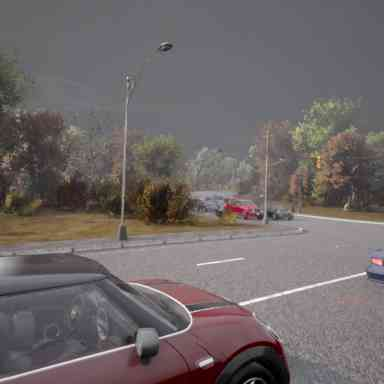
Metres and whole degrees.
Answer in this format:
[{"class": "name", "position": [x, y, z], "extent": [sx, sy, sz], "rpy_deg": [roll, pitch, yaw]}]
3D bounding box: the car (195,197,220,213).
[{"class": "car", "position": [2.027, 1.960, 44.901], "extent": [1.837, 1.490, 4.892], "rpy_deg": [3, 0, -18]}]

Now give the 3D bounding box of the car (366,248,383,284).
[{"class": "car", "position": [6.518, 1.662, 8.424], "extent": [5.357, 1.411, 2.033], "rpy_deg": [2, -1, -36]}]

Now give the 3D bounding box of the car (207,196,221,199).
[{"class": "car", "position": [3.085, 1.938, 53.753], "extent": [1.994, 1.385, 4.181], "rpy_deg": [2, 1, -15]}]

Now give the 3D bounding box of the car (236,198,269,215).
[{"class": "car", "position": [8.600, 1.965, 47.857], "extent": [2.150, 2.045, 5.566], "rpy_deg": [2, 1, -18]}]

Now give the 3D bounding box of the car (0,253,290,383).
[{"class": "car", "position": [-1.234, 1.354, 2.866], "extent": [4.553, 1.767, 2.097], "rpy_deg": [0, 0, -36]}]

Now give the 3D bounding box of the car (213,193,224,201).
[{"class": "car", "position": [6.309, 1.131, 79.553], "extent": [2.128, 1.511, 4.902], "rpy_deg": [2, 2, -1]}]

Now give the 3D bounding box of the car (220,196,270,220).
[{"class": "car", "position": [5.517, 1.808, 35.639], "extent": [2.150, 2.045, 5.566], "rpy_deg": [3, -1, -22]}]

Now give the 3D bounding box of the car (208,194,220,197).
[{"class": "car", "position": [3.836, 1.437, 69.340], "extent": [2.033, 1.411, 5.357], "rpy_deg": [2, 2, -7]}]

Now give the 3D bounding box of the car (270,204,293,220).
[{"class": "car", "position": [9.018, 2.095, 36.421], "extent": [2.097, 1.767, 4.553], "rpy_deg": [3, -1, -23]}]

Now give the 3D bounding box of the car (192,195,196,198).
[{"class": "car", "position": [-0.852, 1.371, 54.951], "extent": [2.150, 2.045, 5.566], "rpy_deg": [2, 2, -13]}]

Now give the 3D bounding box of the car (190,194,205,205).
[{"class": "car", "position": [0.990, 1.315, 63.614], "extent": [2.097, 1.767, 4.553], "rpy_deg": [2, 2, -10]}]

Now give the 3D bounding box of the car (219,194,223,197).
[{"class": "car", "position": [7.608, 1.620, 67.472], "extent": [2.128, 1.511, 4.902], "rpy_deg": [2, 2, -8]}]
